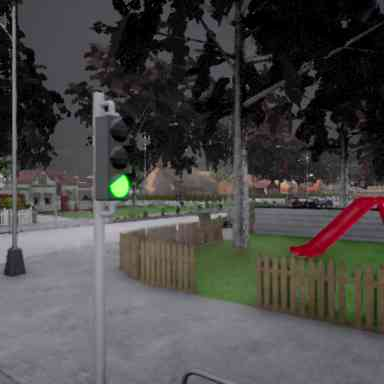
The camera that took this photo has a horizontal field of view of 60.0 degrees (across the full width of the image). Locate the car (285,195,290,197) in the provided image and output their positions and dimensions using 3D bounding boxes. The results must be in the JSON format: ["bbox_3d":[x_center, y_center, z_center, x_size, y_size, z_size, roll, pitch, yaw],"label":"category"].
[{"bbox_3d":[27.570,1.510,90.552,5.357,1.415,2.033,0,0,35],"label":"car"}]

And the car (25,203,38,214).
[{"bbox_3d":[-15.916,1.488,30.333,4.181,1.381,1.994,0,0,35],"label":"car"}]

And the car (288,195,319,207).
[{"bbox_3d":[14.787,1.560,43.878,1.882,1.535,5.008,0,0,36],"label":"car"}]

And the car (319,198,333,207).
[{"bbox_3d":[20.702,1.608,52.256,1.812,1.442,4.674,0,0,35],"label":"car"}]
